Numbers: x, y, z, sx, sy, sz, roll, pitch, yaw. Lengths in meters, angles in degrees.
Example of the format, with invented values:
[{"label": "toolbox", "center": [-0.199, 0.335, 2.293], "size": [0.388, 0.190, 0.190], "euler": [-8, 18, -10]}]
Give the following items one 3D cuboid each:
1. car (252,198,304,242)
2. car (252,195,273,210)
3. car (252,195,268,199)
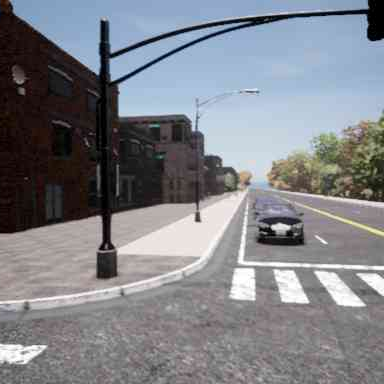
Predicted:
[{"label": "car", "center": [3.884, 1.256, 15.067], "size": [2.128, 1.511, 4.902], "euler": [0, 1, 12]}, {"label": "car", "center": [7.254, 1.042, 34.572], "size": [1.994, 1.385, 4.181], "euler": [0, 1, 11]}, {"label": "car", "center": [5.541, 1.170, 24.742], "size": [2.033, 1.411, 5.357], "euler": [0, 1, 10]}]
